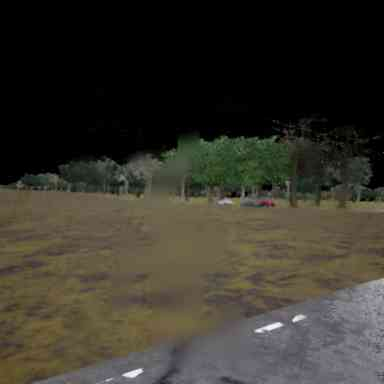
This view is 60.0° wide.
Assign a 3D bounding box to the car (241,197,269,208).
[{"bbox_3d":[12.371,2.378,67.339,2.033,1.411,5.357,3,-2,-35],"label":"car"}]

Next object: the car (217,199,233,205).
[{"bbox_3d":[7.878,2.430,79.689,1.812,1.442,4.674,3,-2,-35],"label":"car"}]

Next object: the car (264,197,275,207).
[{"bbox_3d":[14.876,2.173,69.877,2.150,2.045,5.566,3,-2,-35],"label":"car"}]
